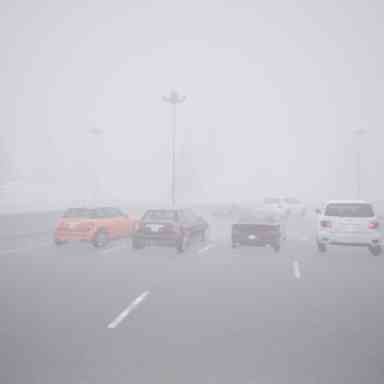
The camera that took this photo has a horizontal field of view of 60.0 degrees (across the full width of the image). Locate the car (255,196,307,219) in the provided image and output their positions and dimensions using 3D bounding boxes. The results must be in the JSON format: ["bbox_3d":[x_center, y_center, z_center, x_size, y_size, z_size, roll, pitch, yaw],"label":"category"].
[{"bbox_3d":[8.288,1.402,29.783,2.150,2.045,5.566,-1,-1,42],"label":"car"}]

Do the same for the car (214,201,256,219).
[{"bbox_3d":[3.712,1.758,29.743,1.895,1.301,4.718,0,0,38],"label":"car"}]

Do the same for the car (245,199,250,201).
[{"bbox_3d":[12.275,1.873,58.903,4.718,1.301,1.895,0,0,-25],"label":"car"}]

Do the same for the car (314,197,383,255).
[{"bbox_3d":[6.529,1.325,14.166,2.150,2.045,5.566,0,0,22],"label":"car"}]

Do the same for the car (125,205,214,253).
[{"bbox_3d":[-0.726,1.419,14.368,2.097,1.767,4.553,0,0,18],"label":"car"}]

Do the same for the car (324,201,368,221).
[{"bbox_3d":[14.333,1.689,30.765,5.008,1.535,1.882,0,-1,-42],"label":"car"}]

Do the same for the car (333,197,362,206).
[{"bbox_3d":[28.367,1.715,60.782,4.674,1.442,1.812,-1,0,-13],"label":"car"}]

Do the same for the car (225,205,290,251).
[{"bbox_3d":[3.115,1.566,14.857,1.882,1.535,5.008,0,0,20],"label":"car"}]

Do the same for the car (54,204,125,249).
[{"bbox_3d":[-4.113,1.408,15.264,2.097,1.767,4.553,0,0,17],"label":"car"}]

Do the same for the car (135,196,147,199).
[{"bbox_3d":[-13.078,1.714,85.128,2.097,1.767,4.553,0,0,14],"label":"car"}]

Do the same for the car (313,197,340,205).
[{"bbox_3d":[27.352,1.731,67.740,4.892,1.490,1.837,-1,0,-12],"label":"car"}]

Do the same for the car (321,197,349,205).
[{"bbox_3d":[27.606,1.745,64.201,4.674,1.442,1.812,0,0,-15],"label":"car"}]

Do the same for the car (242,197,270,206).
[{"bbox_3d":[12.041,1.773,62.622,4.902,1.511,2.128,0,0,-24],"label":"car"}]

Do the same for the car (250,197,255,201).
[{"bbox_3d":[12.584,1.769,54.933,4.892,1.490,1.837,0,0,-27],"label":"car"}]
